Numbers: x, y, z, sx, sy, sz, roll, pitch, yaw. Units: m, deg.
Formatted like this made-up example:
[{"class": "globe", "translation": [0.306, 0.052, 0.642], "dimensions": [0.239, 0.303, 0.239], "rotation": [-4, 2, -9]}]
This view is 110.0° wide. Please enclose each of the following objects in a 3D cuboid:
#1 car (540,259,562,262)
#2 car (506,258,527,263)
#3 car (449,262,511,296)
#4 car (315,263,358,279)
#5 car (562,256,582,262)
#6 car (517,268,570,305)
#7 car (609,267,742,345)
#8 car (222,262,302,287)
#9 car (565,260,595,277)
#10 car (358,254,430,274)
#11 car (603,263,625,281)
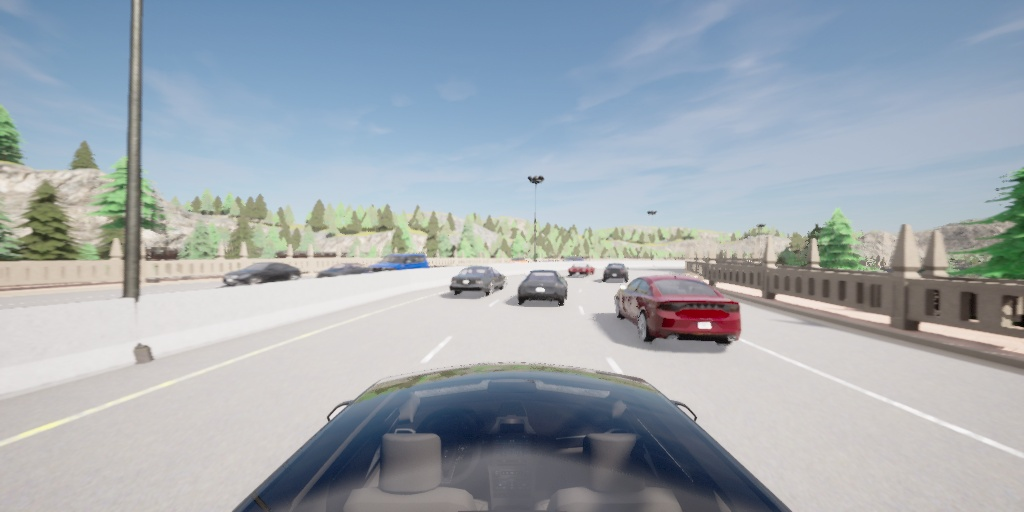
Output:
[{"class": "car", "translation": [6.018, 1.304, 61.984], "dimensions": [2.033, 1.411, 5.357], "rotation": [0, 0, 37]}, {"class": "car", "translation": [0.635, 1.059, 60.352], "dimensions": [2.097, 1.767, 4.553], "rotation": [0, 0, 34]}, {"class": "car", "translation": [-1.631, 1.228, 18.897], "dimensions": [2.033, 1.411, 5.357], "rotation": [0, 0, 11]}, {"class": "car", "translation": [-11.269, 1.158, 24.468], "dimensions": [1.994, 1.385, 4.181], "rotation": [0, 0, 14]}, {"class": "car", "translation": [10.353, 1.083, 61.967], "dimensions": [2.150, 2.045, 5.566], "rotation": [0, 0, 37]}, {"class": "car", "translation": [1.441, 1.278, 15.942], "dimensions": [1.994, 1.385, 4.181], "rotation": [0, 0, 10]}, {"class": "car", "translation": [4.104, 1.237, 9.690], "dimensions": [1.882, 1.535, 5.008], "rotation": [0, 0, 5]}, {"class": "car", "translation": [-15.320, 1.089, 22.339], "dimensions": [1.812, 1.442, 4.674], "rotation": [0, 0, 12]}, {"class": "car", "translation": [6.823, 1.317, 34.773], "dimensions": [1.895, 1.301, 4.718], "rotation": [0, 0, 22]}, {"class": "car", "translation": [-7.663, 0.846, 24.624], "dimensions": [2.150, 2.045, 5.566], "rotation": [0, 0, 14]}, {"class": "car", "translation": [8.392, 1.259, 28.977], "dimensions": [1.812, 1.442, 4.674], "rotation": [0, 0, 19]}]
